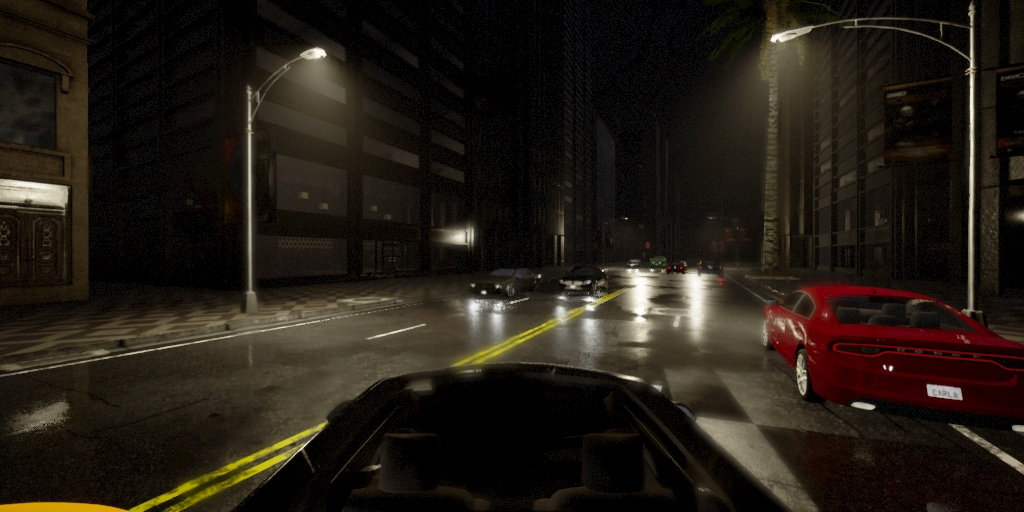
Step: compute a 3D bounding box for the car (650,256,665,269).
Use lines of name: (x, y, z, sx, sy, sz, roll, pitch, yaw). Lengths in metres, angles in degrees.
car: (23.656, 1.010, 57.935, 2.150, 2.045, 5.566, 0, 0, 28)

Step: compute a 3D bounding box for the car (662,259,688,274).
car: (18.647, 1.315, 40.733, 2.033, 1.411, 5.357, 0, 0, 27)

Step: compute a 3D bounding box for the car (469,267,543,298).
car: (-0.090, 1.299, 18.961, 2.033, 1.411, 5.357, 0, 0, 27)

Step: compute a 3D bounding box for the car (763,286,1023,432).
car: (5.513, 1.228, 5.834, 1.882, 1.535, 5.008, 0, 0, 27)

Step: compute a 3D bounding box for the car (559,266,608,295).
car: (4.101, 1.278, 20.001, 1.812, 1.442, 4.674, 0, 0, 27)

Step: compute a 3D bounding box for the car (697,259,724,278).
car: (19.287, 1.116, 34.911, 2.097, 1.767, 4.553, 0, 0, 27)

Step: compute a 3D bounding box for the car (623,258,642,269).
car: (19.515, 1.275, 57.020, 2.128, 1.511, 4.902, 0, 0, 27)
